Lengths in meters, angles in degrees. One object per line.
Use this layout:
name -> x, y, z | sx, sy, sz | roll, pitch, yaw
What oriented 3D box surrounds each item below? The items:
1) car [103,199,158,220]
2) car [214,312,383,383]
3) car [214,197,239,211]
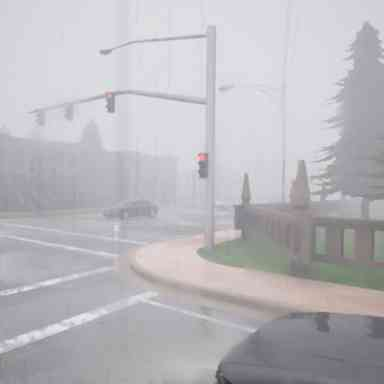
car -> -4.655, 1.294, 25.749 | 1.837, 1.490, 4.892 | 1, 0, 36
car -> 2.698, 1.561, 1.991 | 5.357, 1.411, 2.033 | 1, 0, 39
car -> 3.591, 1.317, 37.181 | 1.812, 1.442, 4.674 | 1, 0, 36
